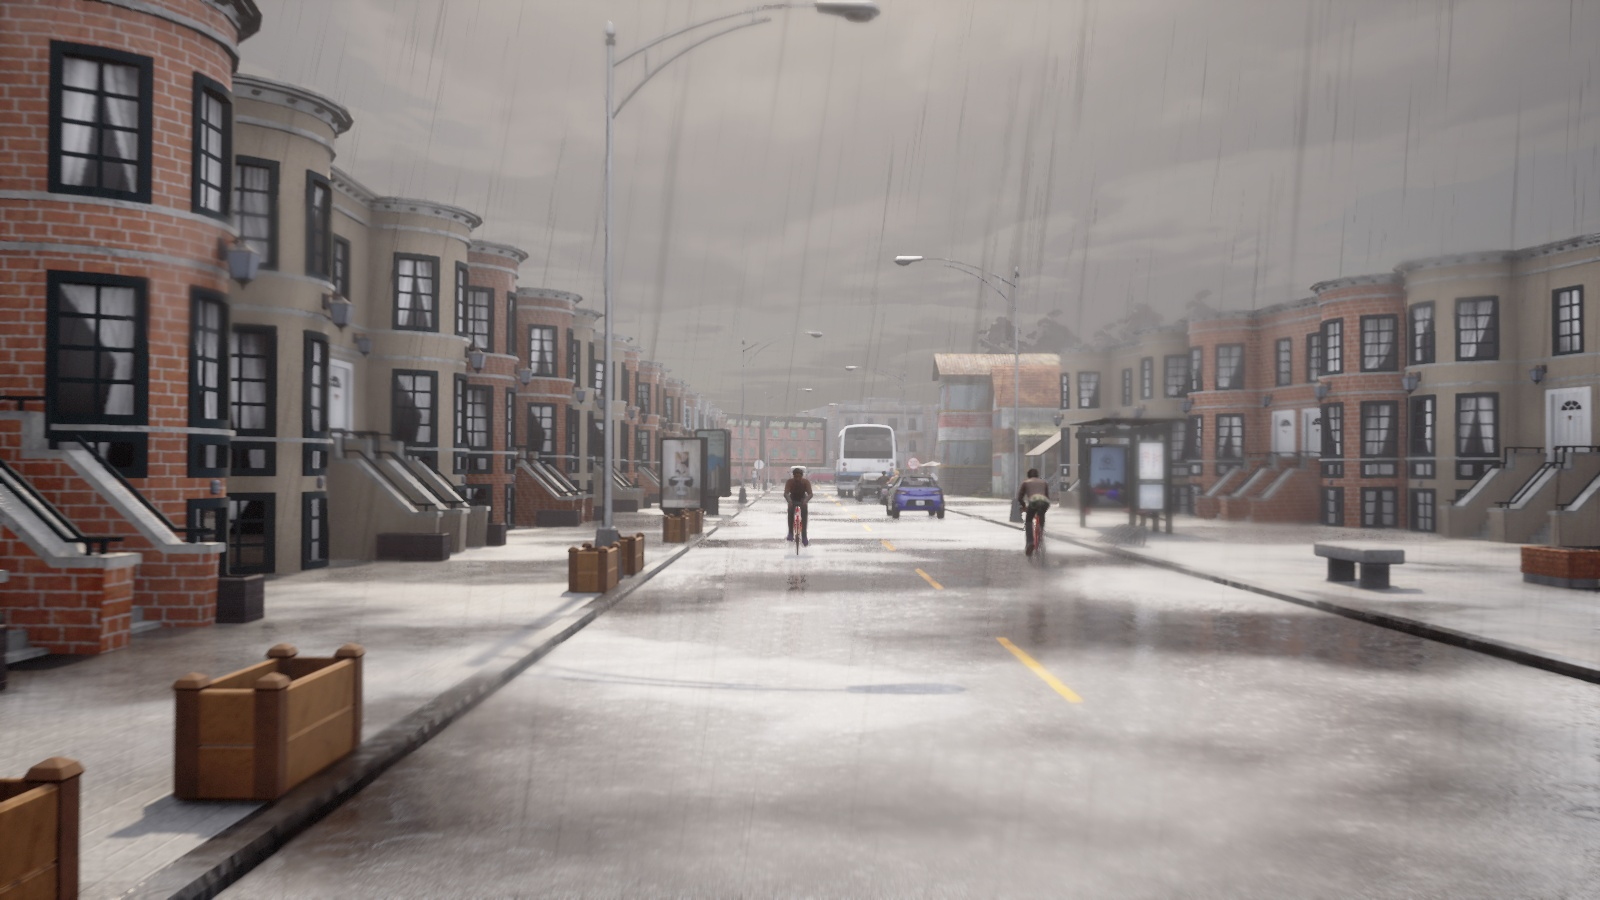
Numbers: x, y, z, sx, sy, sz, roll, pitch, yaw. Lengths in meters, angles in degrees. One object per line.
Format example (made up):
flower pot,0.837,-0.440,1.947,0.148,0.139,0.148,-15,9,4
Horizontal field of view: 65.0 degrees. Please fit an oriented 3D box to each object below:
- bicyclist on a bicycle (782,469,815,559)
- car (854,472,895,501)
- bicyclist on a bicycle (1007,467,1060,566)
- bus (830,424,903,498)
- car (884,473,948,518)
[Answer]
bicyclist on a bicycle,-0.034,1.160,23.446,0.582,1.620,1.656,0,-1,0
car,3.930,1.925,66.945,1.837,1.490,4.892,0,-1,0
bicyclist on a bicycle,3.968,1.110,21.405,0.582,1.620,1.656,0,-1,0
bus,3.905,0.712,77.038,3.944,4.253,10.273,0,-1,0
car,3.950,1.538,43.349,1.816,1.474,4.193,0,-1,0
